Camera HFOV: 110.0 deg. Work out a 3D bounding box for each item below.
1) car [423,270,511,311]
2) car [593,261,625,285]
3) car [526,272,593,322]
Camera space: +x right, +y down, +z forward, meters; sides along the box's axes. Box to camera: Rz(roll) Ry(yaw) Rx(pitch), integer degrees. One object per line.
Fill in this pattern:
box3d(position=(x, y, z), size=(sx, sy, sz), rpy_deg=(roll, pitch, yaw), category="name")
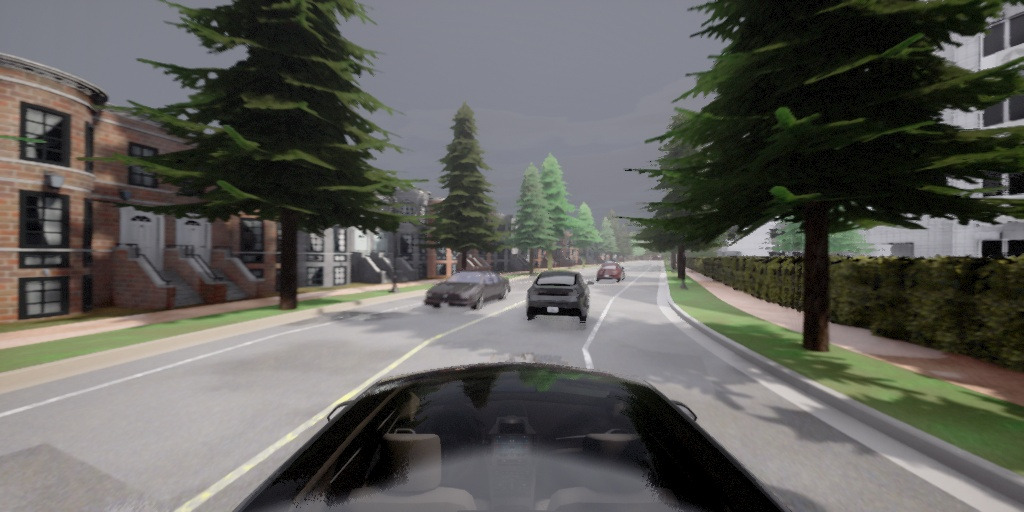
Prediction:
box3d(position=(-1.558, 1.284, 14.777), size=(2.033, 1.411, 5.357), rpy_deg=(0, 0, 17), category="car")
box3d(position=(8.105, 1.349, 29.434), size=(1.812, 1.442, 4.674), rpy_deg=(1, 0, 23), category="car")
box3d(position=(1.718, 1.271, 12.455), size=(1.837, 1.490, 4.892), rpy_deg=(0, 0, 14), category="car")
